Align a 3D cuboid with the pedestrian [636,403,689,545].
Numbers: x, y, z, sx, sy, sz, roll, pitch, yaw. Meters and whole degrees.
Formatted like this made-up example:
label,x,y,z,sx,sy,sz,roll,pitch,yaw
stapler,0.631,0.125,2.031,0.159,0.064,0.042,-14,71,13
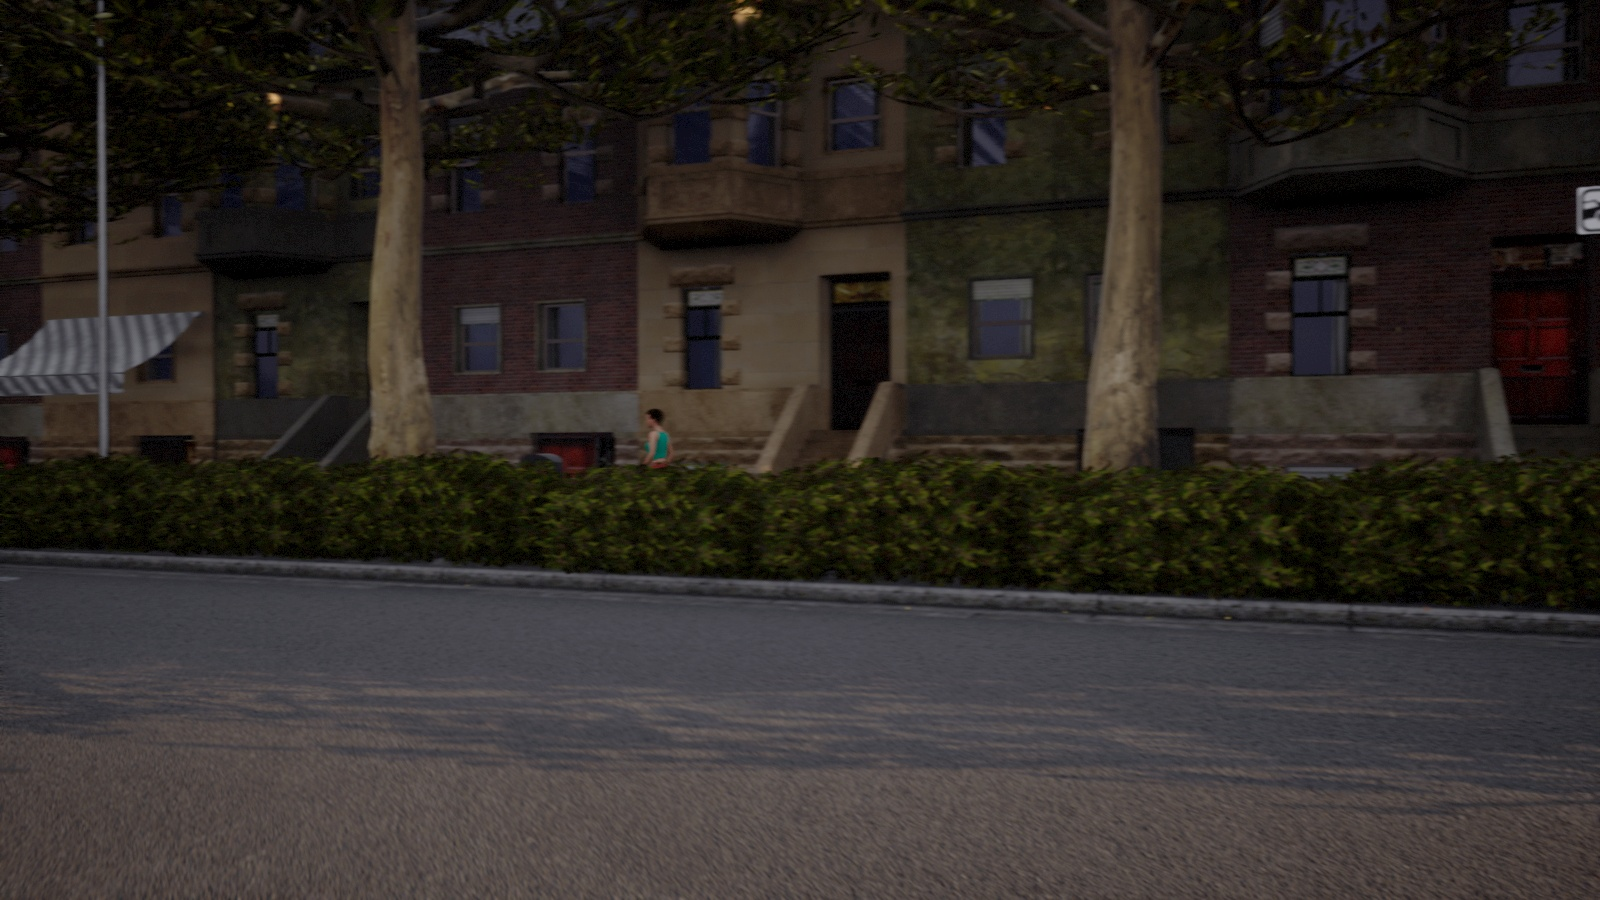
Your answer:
label,x,y,z,sx,sy,sz,roll,pitch,yaw
pedestrian,-1.813,0.310,16.585,0.594,1.836,0.345,0,0,21
